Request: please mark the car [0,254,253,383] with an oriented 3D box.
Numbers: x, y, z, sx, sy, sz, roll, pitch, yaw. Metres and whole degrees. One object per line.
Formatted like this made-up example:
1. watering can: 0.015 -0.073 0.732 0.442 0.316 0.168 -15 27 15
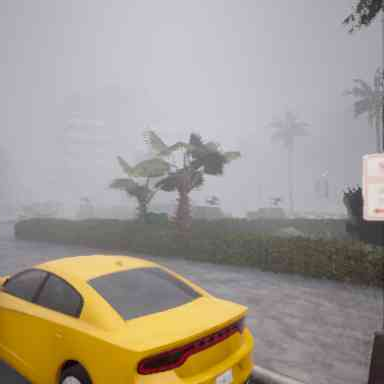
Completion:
1. car: -1.571 1.647 4.753 5.008 1.535 1.882 -1 -3 41
